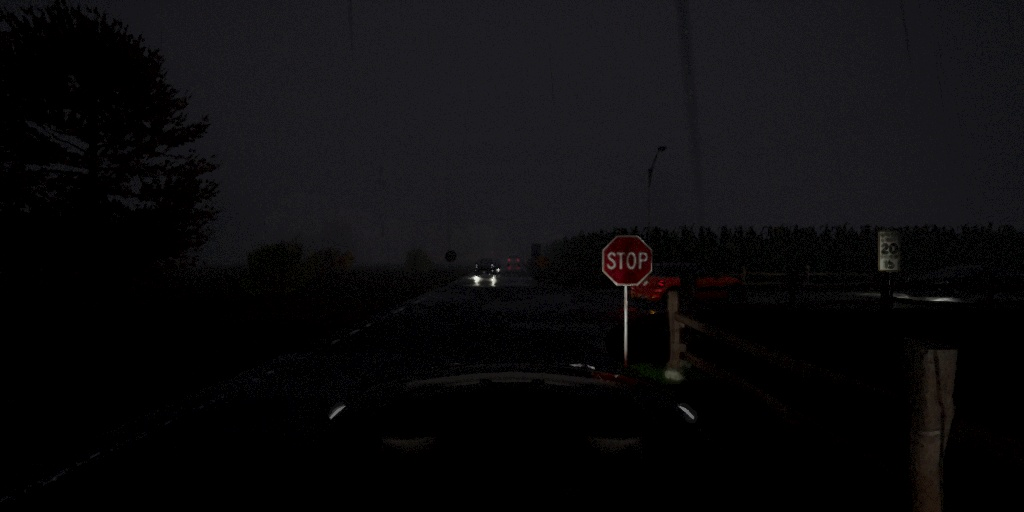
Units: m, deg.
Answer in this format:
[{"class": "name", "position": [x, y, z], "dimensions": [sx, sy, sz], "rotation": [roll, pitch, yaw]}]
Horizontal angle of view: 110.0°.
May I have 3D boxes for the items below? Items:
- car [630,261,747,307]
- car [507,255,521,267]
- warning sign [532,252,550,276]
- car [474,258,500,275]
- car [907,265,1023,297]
[{"class": "car", "position": [7.285, 1.075, 14.766], "dimensions": [4.553, 1.767, 2.097], "rotation": [0, 1, -18]}, {"class": "car", "position": [0.297, 0.768, 62.201], "dimensions": [2.150, 2.045, 5.566], "rotation": [0, 0, 0]}, {"class": "warning sign", "position": [2.590, 0.784, 30.544], "dimensions": [1.300, 1.860, 1.060], "rotation": [0, 0, 0]}, {"class": "car", "position": [-2.676, 1.002, 36.710], "dimensions": [2.097, 1.767, 4.553], "rotation": [0, 0, 0]}, {"class": "car", "position": [23.195, 1.215, 18.296], "dimensions": [5.008, 1.535, 1.882], "rotation": [0, 0, 0]}]
